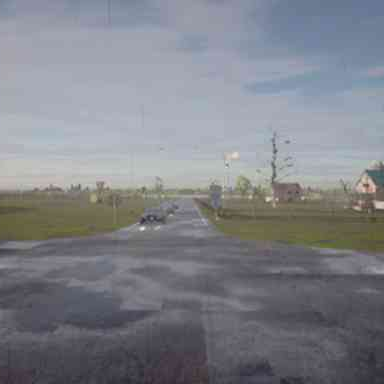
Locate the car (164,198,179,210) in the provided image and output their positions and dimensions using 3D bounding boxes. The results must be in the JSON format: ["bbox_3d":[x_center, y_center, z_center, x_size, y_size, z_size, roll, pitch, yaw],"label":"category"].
[{"bbox_3d":[-3.322,1.924,54.601,2.097,1.767,4.553,0,-1,0],"label":"car"}]

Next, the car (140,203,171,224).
[{"bbox_3d":[-3.102,1.850,27.566,1.994,1.385,4.181,0,-1,-1],"label":"car"}]

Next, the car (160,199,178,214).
[{"bbox_3d":[-3.210,1.919,40.863,2.128,1.511,4.902,0,-1,0],"label":"car"}]
